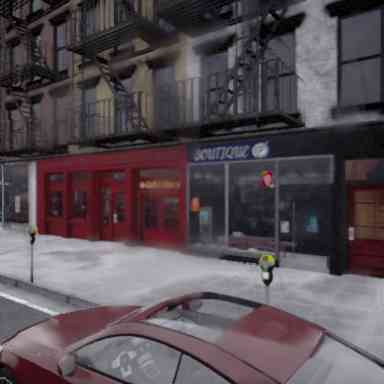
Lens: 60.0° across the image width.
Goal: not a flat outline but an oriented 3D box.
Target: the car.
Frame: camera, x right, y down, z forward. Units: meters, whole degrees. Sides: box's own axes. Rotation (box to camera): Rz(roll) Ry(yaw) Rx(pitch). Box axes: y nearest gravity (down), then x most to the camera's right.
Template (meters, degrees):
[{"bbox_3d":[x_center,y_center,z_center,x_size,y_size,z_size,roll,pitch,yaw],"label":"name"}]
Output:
[{"bbox_3d":[-0.073,1.580,2.860,4.206,1.307,1.802,0,0,35],"label":"car"}]
